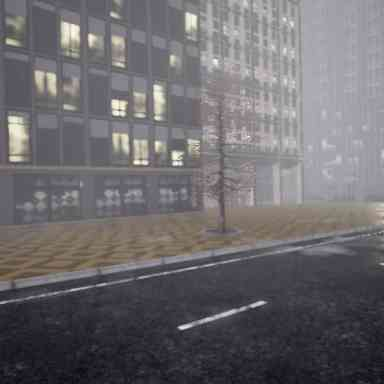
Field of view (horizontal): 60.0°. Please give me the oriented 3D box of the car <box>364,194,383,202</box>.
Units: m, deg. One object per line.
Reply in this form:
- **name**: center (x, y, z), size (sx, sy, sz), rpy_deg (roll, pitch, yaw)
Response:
- **car**: center (28.282, 0.986, 50.140), size (1.947, 1.339, 4.313), rpy_deg (-1, 1, -37)

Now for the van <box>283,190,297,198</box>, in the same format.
- **van**: center (21.506, 0.403, 73.445), size (1.690, 1.788, 3.998), rpy_deg (-1, 1, -37)

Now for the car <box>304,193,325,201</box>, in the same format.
- **car**: center (21.546, 0.915, 59.298), size (1.947, 1.339, 4.313), rpy_deg (-1, 1, -37)

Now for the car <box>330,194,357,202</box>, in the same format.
- **car**: center (24.897, 0.967, 54.708), size (1.802, 1.307, 4.206), rpy_deg (-1, 1, -37)
